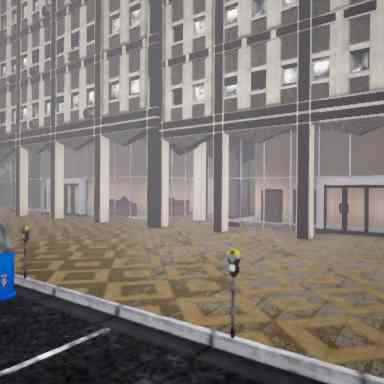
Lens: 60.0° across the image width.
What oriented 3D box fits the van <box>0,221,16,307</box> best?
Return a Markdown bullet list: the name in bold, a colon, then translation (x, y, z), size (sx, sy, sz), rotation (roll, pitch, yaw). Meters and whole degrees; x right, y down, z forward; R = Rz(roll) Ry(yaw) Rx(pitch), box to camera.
- **van**: translation (-5.127, 1.338, 6.520), size (3.998, 1.788, 1.690), rotation (0, 1, 36)
